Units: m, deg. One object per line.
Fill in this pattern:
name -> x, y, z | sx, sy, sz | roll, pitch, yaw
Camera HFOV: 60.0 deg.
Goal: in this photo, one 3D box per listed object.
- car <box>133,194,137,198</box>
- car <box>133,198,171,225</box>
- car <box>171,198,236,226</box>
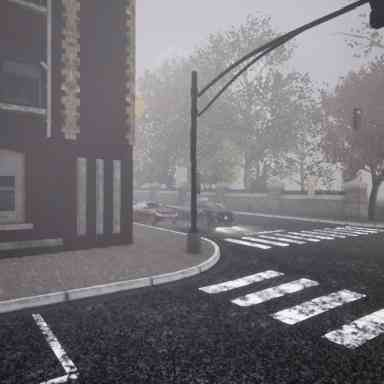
car -> -8.651, 0.864, 43.897 | 2.008, 1.369, 4.403 | 1, 0, -36
car -> -2.474, 1.257, 21.042 | 1.802, 1.307, 4.206 | 2, 0, -36
car -> 0.804, 1.284, 20.907 | 1.994, 1.385, 4.181 | 0, 1, -36
